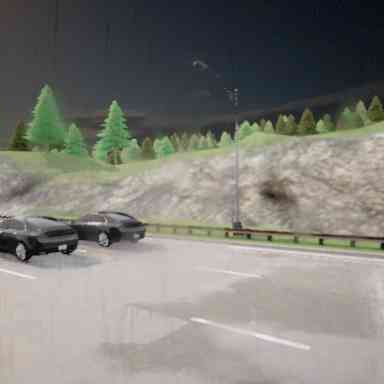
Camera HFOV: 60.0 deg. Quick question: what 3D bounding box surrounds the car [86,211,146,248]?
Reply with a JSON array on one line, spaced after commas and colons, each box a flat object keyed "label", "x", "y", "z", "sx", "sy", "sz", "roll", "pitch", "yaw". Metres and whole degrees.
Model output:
[{"label": "car", "x": -4.340, "y": 1.660, "z": 15.613, "sx": 4.892, "sy": 1.490, "sz": 1.837, "roll": 0, "pitch": 0, "yaw": 36}]

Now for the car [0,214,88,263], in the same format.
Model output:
[{"label": "car", "x": -6.369, "y": 1.660, "z": 12.761, "sx": 4.892, "sy": 1.490, "sz": 1.837, "roll": 0, "pitch": 0, "yaw": 36}]
